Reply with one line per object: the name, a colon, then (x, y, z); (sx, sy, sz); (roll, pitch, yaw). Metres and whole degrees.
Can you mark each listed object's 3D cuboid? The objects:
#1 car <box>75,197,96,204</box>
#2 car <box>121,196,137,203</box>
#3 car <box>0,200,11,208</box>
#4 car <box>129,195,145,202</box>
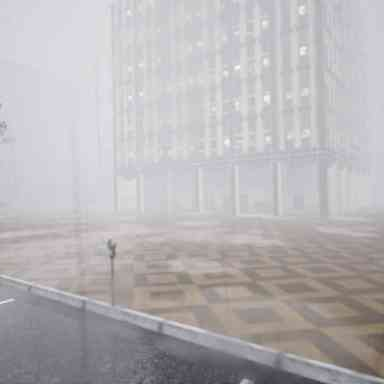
car: (-20.749, 1.676, 65.134); (1.967, 1.590, 4.097); (-1, 0, 36)
car: (-14.265, 1.705, 74.089); (2.008, 1.369, 4.403); (-1, 0, 36)
car: (-30.471, 1.803, 51.701); (1.967, 1.590, 4.097); (-1, 0, 36)
car: (-14.571, 1.732, 87.958); (1.967, 1.590, 4.097); (-1, 0, 36)
